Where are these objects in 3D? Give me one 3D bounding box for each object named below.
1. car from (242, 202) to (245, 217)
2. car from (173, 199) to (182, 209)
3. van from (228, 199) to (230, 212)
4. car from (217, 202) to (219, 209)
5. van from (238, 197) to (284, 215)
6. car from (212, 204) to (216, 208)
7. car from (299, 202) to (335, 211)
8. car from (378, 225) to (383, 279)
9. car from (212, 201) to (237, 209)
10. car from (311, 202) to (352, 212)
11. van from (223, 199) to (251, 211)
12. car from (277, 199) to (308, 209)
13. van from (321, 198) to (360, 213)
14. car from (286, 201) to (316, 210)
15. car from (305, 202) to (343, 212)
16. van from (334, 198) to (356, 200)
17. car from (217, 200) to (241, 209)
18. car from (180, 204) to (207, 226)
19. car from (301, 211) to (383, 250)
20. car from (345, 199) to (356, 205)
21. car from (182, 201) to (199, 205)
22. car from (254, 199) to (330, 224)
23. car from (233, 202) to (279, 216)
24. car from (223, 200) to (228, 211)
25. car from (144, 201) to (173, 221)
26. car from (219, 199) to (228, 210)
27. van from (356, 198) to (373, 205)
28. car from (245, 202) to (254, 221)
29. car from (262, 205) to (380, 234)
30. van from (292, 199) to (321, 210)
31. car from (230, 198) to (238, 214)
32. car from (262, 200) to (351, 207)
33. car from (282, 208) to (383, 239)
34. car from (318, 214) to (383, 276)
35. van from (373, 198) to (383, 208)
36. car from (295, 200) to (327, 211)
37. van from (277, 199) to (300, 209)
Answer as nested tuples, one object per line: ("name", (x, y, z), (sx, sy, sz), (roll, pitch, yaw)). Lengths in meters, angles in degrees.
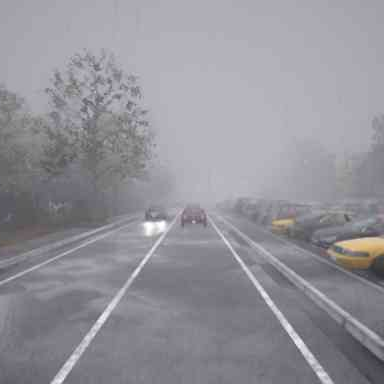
("car", (7.099, 1.820, 29.214), (4.674, 1.452, 2.002), (0, -1, 0))
("car", (-3.089, 2.548, 72.109), (2.150, 2.045, 5.566), (0, -2, 0))
("van", (7.018, 1.737, 40.303), (4.442, 1.987, 1.878), (0, -1, 0))
("car", (7.195, 2.435, 56.948), (4.674, 1.452, 2.002), (0, -1, 0))
("van", (6.989, 1.581, 31.993), (4.442, 1.987, 1.878), (0, -1, 0))
("car", (7.183, 2.288, 62.506), (5.566, 2.045, 2.435), (0, -1, 0))
("car", (20.257, 2.319, 54.061), (5.008, 1.535, 2.097), (0, -1, 0))
("car", (6.990, 1.590, 7.005), (4.792, 1.488, 2.163), (0, -1, 0))
("car", (7.065, 2.873, 73.584), (5.366, 1.575, 1.946), (0, -2, 0))
("car", (20.237, 2.173, 48.397), (4.892, 1.521, 2.231), (0, -1, 0))
("van", (7.300, 2.097, 54.179), (4.442, 1.987, 1.878), (0, -1, 0))
("car", (20.338, 2.432, 67.785), (5.566, 2.045, 2.435), (0, -2, 0))
("van", (20.350, 1.875, 45.633), (4.442, 1.987, 1.878), (0, -1, 0))
("car", (20.284, 2.533, 62.244), (4.892, 1.521, 2.231), (0, -1, 0))
("car", (20.247, 2.244, 51.166), (5.008, 1.535, 2.097), (0, -1, 0))
("van", (20.097, 1.731, 40.096), (4.442, 1.987, 1.878), (0, -1, 0))
("car", (7.253, 2.488, 65.273), (4.553, 1.767, 2.185), (0, -1, 0))
("car", (0.138, 1.870, 25.903), (1.895, 1.301, 4.718), (0, -1, 0))
("car", (7.045, 1.616, 12.558), (4.892, 1.521, 2.231), (0, -1, 0))
("car", (20.209, 1.885, 37.321), (5.008, 1.535, 2.097), (0, -1, 0))
("car", (0.172, 2.029, 41.385), (2.128, 1.511, 4.902), (0, -1, 0))
("car", (7.046, 1.599, 23.663), (4.553, 1.767, 2.185), (0, -1, 0))
("car", (7.154, 1.920, 37.515), (4.792, 1.488, 2.163), (0, -1, 0))
("car", (7.124, 2.136, 45.848), (4.792, 1.488, 2.163), (0, -1, 0))
("car", (-3.298, 1.843, 31.402), (2.128, 1.511, 4.902), (0, -1, 0))
("car", (7.179, 2.251, 51.398), (5.008, 1.535, 2.097), (0, -1, 0))
("van", (20.079, 1.606, 34.706), (4.442, 1.987, 1.878), (0, -1, 0))
("car", (7.081, 1.752, 26.438), (5.008, 1.535, 2.097), (0, -1, 0))
("car", (6.872, 1.667, 18.110), (5.366, 1.575, 1.946), (0, -1, 0))
("van", (20.398, 2.234, 59.480), (4.442, 1.987, 1.878), (0, -1, 0))
("car", (7.144, 1.583, 34.768), (5.566, 2.045, 2.435), (0, -1, 0))
("car", (7.036, 1.572, 20.887), (4.553, 1.767, 2.185), (0, -1, 0))
("car", (7.042, 1.644, 15.334), (4.892, 1.521, 2.231), (0, -1, 0))
("car", (6.844, 1.585, 9.783), (5.366, 1.575, 1.946), (0, -1, 0))
("van", (20.302, 1.578, 31.802), (4.442, 1.987, 1.878), (0, -1, 0))
("car", (20.240, 2.262, 56.709), (4.553, 1.767, 2.185), (0, -1, 0))
("van", (20.438, 2.549, 70.674), (4.442, 1.987, 1.878), (0, -2, 0))
